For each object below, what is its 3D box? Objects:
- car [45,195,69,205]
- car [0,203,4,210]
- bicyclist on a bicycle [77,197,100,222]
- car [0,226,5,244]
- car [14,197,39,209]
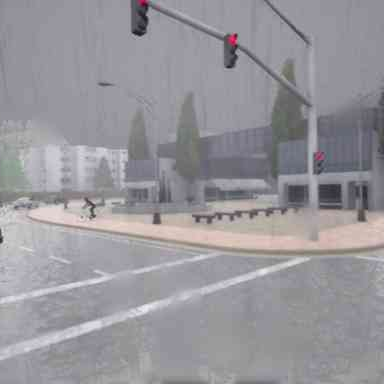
[{"bbox_3d":[-21.386,1.264,52.898,2.128,1.511,4.902,-1,1,10],"label":"car"},{"bbox_3d":[-24.418,1.530,39.732,2.033,1.411,5.357,-1,1,-10],"label":"car"},{"bbox_3d":[-6.810,1.167,21.930,0.582,1.620,1.656,0,1,45],"label":"bicyclist on a bicycle"},{"bbox_3d":[-9.437,1.559,13.696,5.357,1.411,2.033,0,1,44],"label":"car"},{"bbox_3d":[-21.318,1.414,42.922,1.812,1.442,4.674,-1,1,-7],"label":"car"}]
